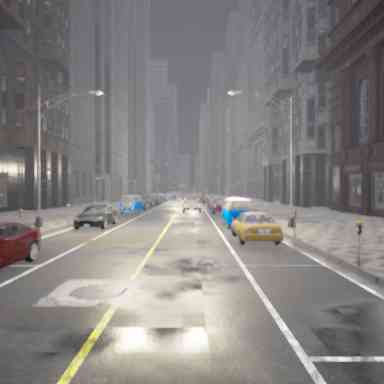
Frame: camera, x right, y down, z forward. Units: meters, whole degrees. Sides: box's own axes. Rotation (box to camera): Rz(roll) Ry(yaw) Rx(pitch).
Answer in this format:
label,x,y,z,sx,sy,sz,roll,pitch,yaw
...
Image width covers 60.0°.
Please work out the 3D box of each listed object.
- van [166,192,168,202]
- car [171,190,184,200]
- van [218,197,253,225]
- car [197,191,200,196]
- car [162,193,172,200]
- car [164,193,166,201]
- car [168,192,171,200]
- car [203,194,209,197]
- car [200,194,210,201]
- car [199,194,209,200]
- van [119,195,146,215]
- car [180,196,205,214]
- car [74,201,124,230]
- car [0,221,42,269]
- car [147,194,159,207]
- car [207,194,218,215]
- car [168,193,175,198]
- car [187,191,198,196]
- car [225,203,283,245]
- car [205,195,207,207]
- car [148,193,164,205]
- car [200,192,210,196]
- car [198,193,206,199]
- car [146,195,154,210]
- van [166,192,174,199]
label,x,y,z,sx,sy,sz,roll,pitch,yaw
van,-5.789,1.030,59.839,1.690,1.788,3.998,0,0,0
car,-3.030,0.663,76.105,2.150,2.045,5.566,0,0,0
van,2.752,1.232,20.398,1.690,1.788,3.998,0,0,0
car,2.733,0.976,65.489,2.192,1.841,5.009,0,0,0
car,-5.796,1.043,76.750,1.967,1.590,4.097,0,0,0
car,-5.786,1.263,54.204,1.887,1.381,4.507,0,0,0
car,-5.791,1.101,65.477,1.967,1.590,4.097,0,0,0
car,2.743,1.326,42.945,2.008,1.369,4.403,0,0,0
car,2.732,1.177,71.126,1.887,1.381,4.507,0,0,0
car,2.730,1.169,76.762,1.947,1.339,4.313,0,0,0
van,-5.778,1.174,31.656,1.690,1.788,3.998,0,0,0
car,-0.013,1.338,33.367,1.895,1.301,4.718,0,0,0
car,-5.773,1.457,20.384,1.947,1.339,4.313,0,0,0
car,-5.768,1.495,9.110,1.887,1.381,4.507,0,0,0
car,-5.782,1.341,42.930,1.947,1.339,4.313,0,0,0
car,2.747,1.273,31.672,1.967,1.590,4.097,0,0,0
car,-5.802,1.045,93.490,1.752,1.417,4.829,0,0,0
car,-0.027,1.048,67.303,1.882,1.535,5.008,0,0,0
car,2.754,1.445,14.933,1.752,1.417,4.829,0,0,0
car,2.745,1.329,37.478,1.752,1.417,4.829,0,0,0
car,-5.785,1.062,48.565,2.192,1.841,5.009,0,0,0
car,2.738,1.158,54.216,1.967,1.590,4.097,0,0,0
car,2.725,0.987,88.033,1.967,1.590,4.097,0,0,0
car,-5.779,1.370,37.294,1.947,1.339,4.313,0,0,0
van,-5.801,0.887,88.022,1.690,1.788,3.998,0,0,0
